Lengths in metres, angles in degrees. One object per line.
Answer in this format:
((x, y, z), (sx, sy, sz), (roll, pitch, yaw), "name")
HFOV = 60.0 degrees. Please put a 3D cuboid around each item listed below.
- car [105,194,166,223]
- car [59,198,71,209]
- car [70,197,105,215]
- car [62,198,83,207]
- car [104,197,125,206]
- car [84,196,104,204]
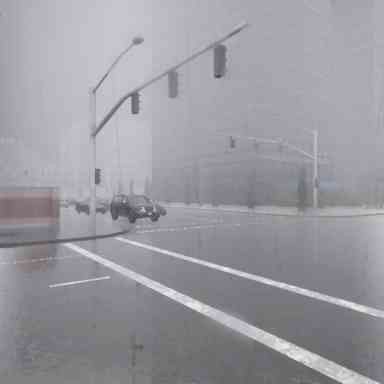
((-4.607, 1.221, 26.145), (2.150, 2.045, 5.566), (0, 0, -35), "car")
((-18.137, 1.600, 45.080), (1.895, 1.301, 4.718), (0, 0, -35), "car")
((-10.565, 1.547, 34.488), (2.033, 1.411, 5.357), (0, 0, -36), "car")
((-18.798, 1.600, 52.056), (1.895, 1.301, 4.718), (0, 0, -35), "car")
((-13.128, 1.525, 56.444), (1.812, 1.442, 4.674), (0, 0, -36), "car")
((-19.094, 1.491, 64.778), (2.128, 1.511, 4.902), (0, 0, -36), "car")
